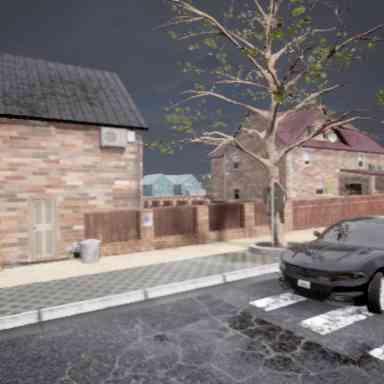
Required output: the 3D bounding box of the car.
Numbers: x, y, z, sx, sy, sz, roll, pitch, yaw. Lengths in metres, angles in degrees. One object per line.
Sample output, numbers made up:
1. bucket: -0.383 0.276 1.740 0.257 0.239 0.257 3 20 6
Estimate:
1. car: 3.991 1.276 7.372 5.008 1.535 1.882 -2 1 -36
